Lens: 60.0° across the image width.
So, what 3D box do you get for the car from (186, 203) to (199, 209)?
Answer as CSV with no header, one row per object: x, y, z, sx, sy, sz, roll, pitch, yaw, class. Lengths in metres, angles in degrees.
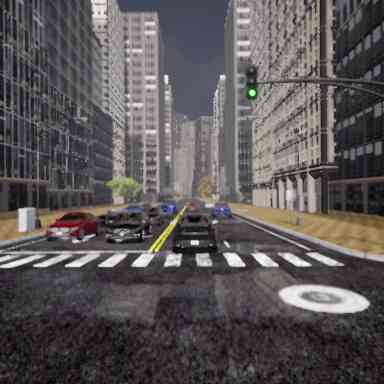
0.026,2.356,50.151,1.812,1.442,4.674,-1,-1,0,car

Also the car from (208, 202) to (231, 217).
3.368,1.961,39.380,2.097,1.767,4.553,-1,-1,0,car

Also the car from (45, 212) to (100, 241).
-6.583,1.866,19.004,1.812,1.442,4.674,-1,-1,2,car

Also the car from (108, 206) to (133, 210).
-6.567,2.104,28.104,1.895,1.301,4.718,-1,-1,0,car

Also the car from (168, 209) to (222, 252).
0.105,1.714,15.034,1.837,1.490,4.892,-1,-1,0,car

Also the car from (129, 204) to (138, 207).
-6.502,2.148,37.611,1.882,1.535,5.008,-1,-1,0,car

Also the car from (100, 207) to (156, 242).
-3.337,1.801,18.239,1.837,1.490,4.892,-1,-1,0,car

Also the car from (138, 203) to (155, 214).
-6.476,2.377,47.879,1.812,1.442,4.674,-1,-1,0,car

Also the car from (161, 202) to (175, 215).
-3.257,2.162,37.396,1.812,1.442,4.674,-1,-1,0,car

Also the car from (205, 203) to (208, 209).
3.368,2.608,62.180,1.895,1.301,4.718,-1,-1,0,car

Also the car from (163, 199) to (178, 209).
-3.229,2.042,47.852,2.150,2.045,5.566,-1,-1,0,car

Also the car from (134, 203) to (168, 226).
-3.323,1.968,27.577,1.837,1.490,4.892,-1,-1,0,car
